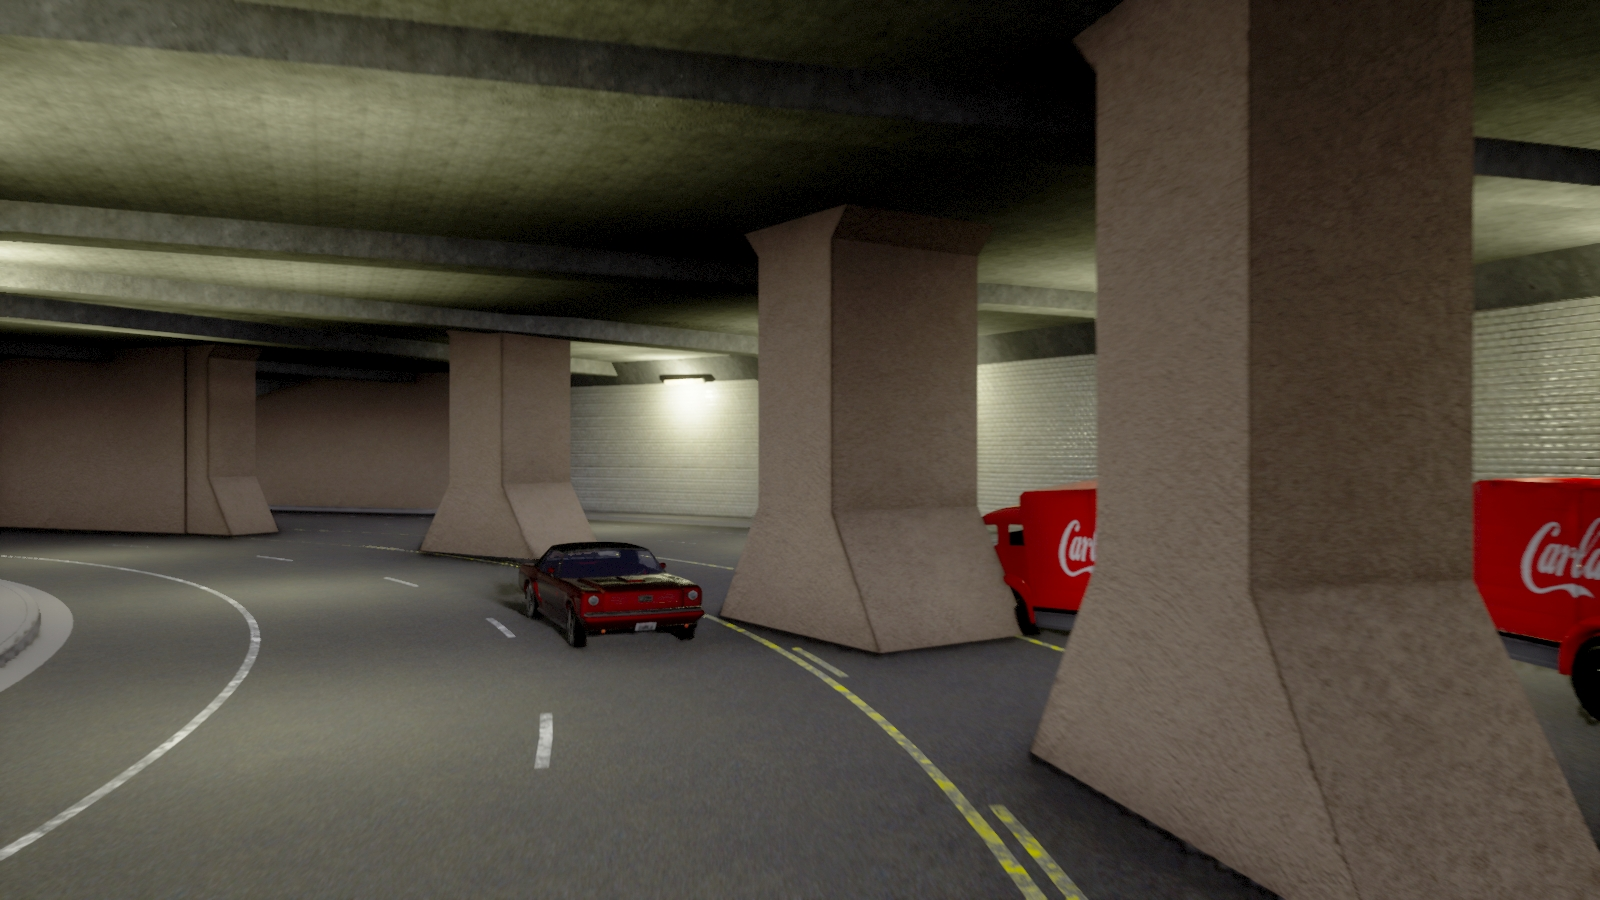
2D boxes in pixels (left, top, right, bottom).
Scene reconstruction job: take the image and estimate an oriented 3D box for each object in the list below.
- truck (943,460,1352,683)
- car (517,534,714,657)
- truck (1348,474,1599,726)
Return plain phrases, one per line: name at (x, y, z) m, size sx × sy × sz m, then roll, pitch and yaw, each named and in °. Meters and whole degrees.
truck at (4.864, 1.665, 16.971) m, size 2.627 × 2.467 × 5.204 m, roll -7°, pitch 0°, yaw -29°
car at (-3.057, 2.157, 18.030) m, size 1.895 × 1.301 × 4.718 m, roll 0°, pitch 0°, yaw -24°
truck at (9.151, 1.564, 13.020) m, size 2.627 × 2.467 × 5.204 m, roll 0°, pitch 0°, yaw -11°
